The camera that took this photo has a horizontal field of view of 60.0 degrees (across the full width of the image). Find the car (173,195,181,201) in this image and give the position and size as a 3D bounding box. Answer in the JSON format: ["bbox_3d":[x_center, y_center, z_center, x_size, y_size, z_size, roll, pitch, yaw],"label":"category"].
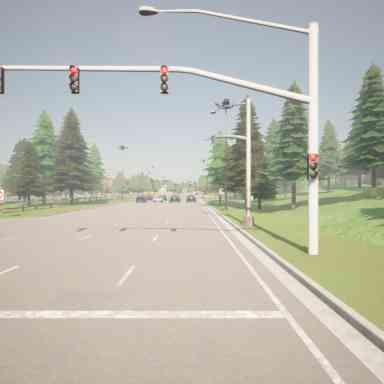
[{"bbox_3d":[-3.661,1.356,80.775,1.812,1.442,4.674,0,0,0],"label":"car"}]

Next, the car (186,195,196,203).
[{"bbox_3d":[-0.141,1.346,70.716,2.097,1.767,4.553,0,0,0],"label":"car"}]

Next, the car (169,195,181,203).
[{"bbox_3d":[-3.641,1.347,70.742,2.097,1.767,4.553,0,0,0],"label":"car"}]

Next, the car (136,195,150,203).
[{"bbox_3d":[-10.640,1.492,70.341,1.837,1.490,4.892,0,0,0],"label":"car"}]

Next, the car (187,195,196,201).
[{"bbox_3d":[-0.161,1.385,80.782,1.994,1.385,4.181,0,0,0],"label":"car"}]

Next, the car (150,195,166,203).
[{"bbox_3d":[-7.141,1.587,70.795,1.895,1.301,4.718,0,0,0],"label":"car"}]
